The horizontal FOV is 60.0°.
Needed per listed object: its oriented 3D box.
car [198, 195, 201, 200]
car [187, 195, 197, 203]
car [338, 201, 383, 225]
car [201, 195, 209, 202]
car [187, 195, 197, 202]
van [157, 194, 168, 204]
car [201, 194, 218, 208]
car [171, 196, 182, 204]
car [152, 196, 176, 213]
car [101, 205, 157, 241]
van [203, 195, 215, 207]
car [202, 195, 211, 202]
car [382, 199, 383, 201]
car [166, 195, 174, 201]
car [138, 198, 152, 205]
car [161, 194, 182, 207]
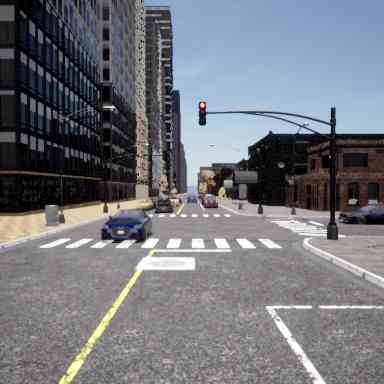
[{"bbox_3d":[2.688,1.302,58.801,2.192,1.841,5.009,-1,0,0],"label":"car"},{"bbox_3d":[0.015,1.339,70.043,2.097,1.767,4.553,0,0,0],"label":"car"},{"bbox_3d":[13.851,1.662,24.691,5.357,1.411,2.033,1,1,2],"label":"car"},{"bbox_3d":[3.164,1.488,80.422,1.837,1.490,4.892,0,0,0],"label":"car"},{"bbox_3d":[0.018,1.430,78.857,2.128,1.511,4.902,0,0,0],"label":"car"},{"bbox_3d":[-5.657,1.327,64.502,1.690,1.788,3.998,-1,0,0],"label":"van"},{"bbox_3d":[2.687,1.429,47.513,1.967,1.590,4.097,-1,0,0],"label":"car"},{"bbox_3d":[-3.006,1.549,66.880,1.994,1.385,4.181,0,0,0],"label":"car"},{"bbox_3d":[-3.018,1.495,36.392,1.837,1.490,4.892,0,0,-2],"label":"car"},{"bbox_3d":[-3.098,1.559,16.476,1.994,1.385,4.181,0,0,0],"label":"car"},{"bbox_3d":[2.687,1.329,53.157,1.690,1.788,3.998,-1,0,0],"label":"van"},{"bbox_3d":[3.163,1.488,73.421,1.837,1.490,4.892,0,0,0],"label":"car"},{"bbox_3d":[16.532,1.415,27.221,5.009,1.841,2.192,1,0,1],"label":"car"},{"bbox_3d":[-5.649,1.509,86.909,1.752,1.417,4.829,-1,0,0],"label":"car"},{"bbox_3d":[-5.830,1.515,41.756,1.752,1.417,4.829,-1,0,0],"label":"car"},{"bbox_3d":[-3.082,1.340,50.415,2.097,1.767,4.553,0,0,0],"label":"car"}]
